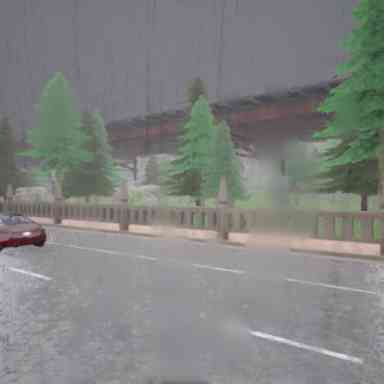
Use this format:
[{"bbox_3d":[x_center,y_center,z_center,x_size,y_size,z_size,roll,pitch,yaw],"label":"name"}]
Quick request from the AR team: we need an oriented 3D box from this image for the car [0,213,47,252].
[{"bbox_3d":[-7.989,1.579,13.967,4.181,1.385,1.994,0,0,35],"label":"car"}]
